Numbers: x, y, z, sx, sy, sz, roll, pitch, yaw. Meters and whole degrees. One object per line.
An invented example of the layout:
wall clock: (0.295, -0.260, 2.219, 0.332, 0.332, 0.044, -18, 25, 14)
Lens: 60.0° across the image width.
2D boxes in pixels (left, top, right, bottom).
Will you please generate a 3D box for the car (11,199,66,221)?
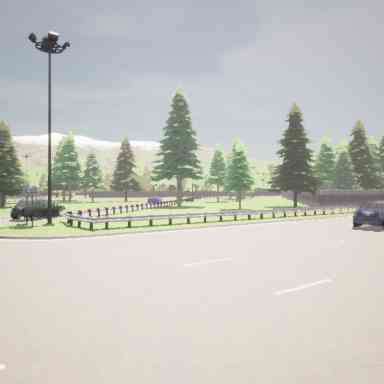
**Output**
car: (-12.668, 1.352, 27.844, 2.097, 1.767, 4.553, 0, 0, 18)

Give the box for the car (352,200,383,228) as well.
car: (12.180, 1.353, 21.004, 4.553, 1.767, 2.097, 0, 0, -35)

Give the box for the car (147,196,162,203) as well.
car: (-6.643, 1.478, 59.472, 1.882, 1.535, 5.008, 0, 0, 5)
